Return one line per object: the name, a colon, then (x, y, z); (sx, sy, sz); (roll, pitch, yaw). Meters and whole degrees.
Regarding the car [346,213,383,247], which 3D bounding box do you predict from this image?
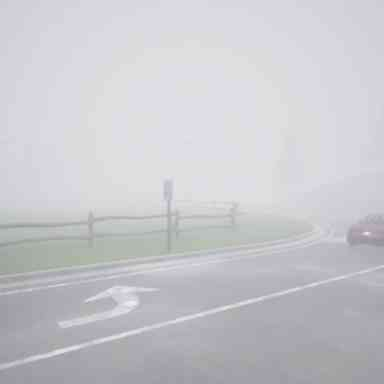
car: (8.483, 1.611, 14.326); (4.181, 1.385, 1.994); (0, 0, -38)
